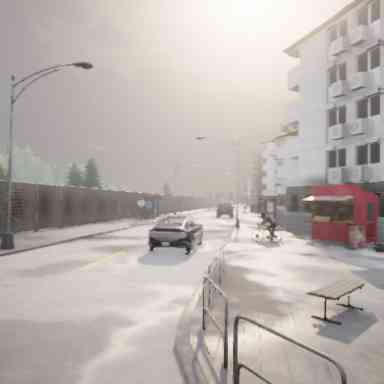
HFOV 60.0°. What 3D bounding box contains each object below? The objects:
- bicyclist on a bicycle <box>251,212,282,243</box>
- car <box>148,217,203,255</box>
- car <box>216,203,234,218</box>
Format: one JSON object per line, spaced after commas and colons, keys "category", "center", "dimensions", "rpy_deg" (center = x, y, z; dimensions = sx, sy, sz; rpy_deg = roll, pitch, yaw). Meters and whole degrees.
{"category": "bicyclist on a bicycle", "center": [4.027, 1.926, 17.929], "dimensions": [1.656, 1.620, 0.582], "rpy_deg": [1, -2, 10]}
{"category": "car", "center": [-0.640, 1.919, 15.625], "dimensions": [2.128, 1.511, 4.902], "rpy_deg": [1, -2, 10]}
{"category": "car", "center": [4.732, 2.621, 47.420], "dimensions": [2.150, 2.045, 5.566], "rpy_deg": [1, -1, 10]}
